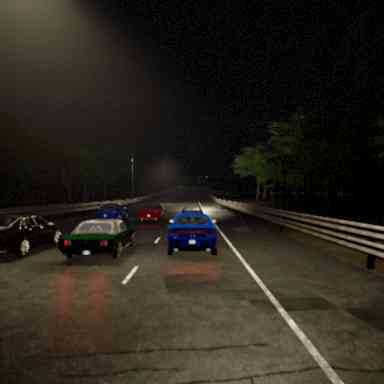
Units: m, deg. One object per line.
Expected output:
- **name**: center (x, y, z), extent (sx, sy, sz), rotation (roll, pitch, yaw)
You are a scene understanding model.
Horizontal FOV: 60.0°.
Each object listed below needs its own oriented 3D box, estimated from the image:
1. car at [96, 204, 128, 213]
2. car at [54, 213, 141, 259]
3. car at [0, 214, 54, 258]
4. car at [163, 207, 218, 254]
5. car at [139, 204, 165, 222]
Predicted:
- **car**: center (-6.959, 1.765, 29.239), extent (1.882, 1.535, 5.008), rotation (0, 0, 1)
- **car**: center (-3.477, 1.743, 13.230), extent (1.895, 1.301, 4.718), rotation (0, -1, 0)
- **car**: center (-6.973, 1.652, 13.498), extent (1.837, 1.490, 4.892), rotation (0, 0, 1)
- **car**: center (0.036, 1.629, 14.241), extent (1.882, 1.535, 5.008), rotation (0, 0, 1)
- **car**: center (-3.458, 1.765, 29.250), extent (1.882, 1.535, 5.008), rotation (0, 0, 1)
